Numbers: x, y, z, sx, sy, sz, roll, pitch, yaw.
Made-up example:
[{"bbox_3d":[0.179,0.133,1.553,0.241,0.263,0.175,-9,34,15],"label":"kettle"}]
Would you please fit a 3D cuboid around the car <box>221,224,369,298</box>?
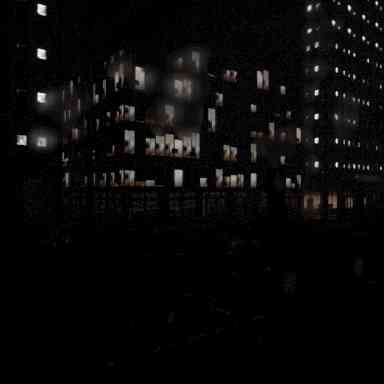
[{"bbox_3d":[2.760,1.545,8.516,4.507,1.381,1.887,0,0,-35],"label":"car"}]
